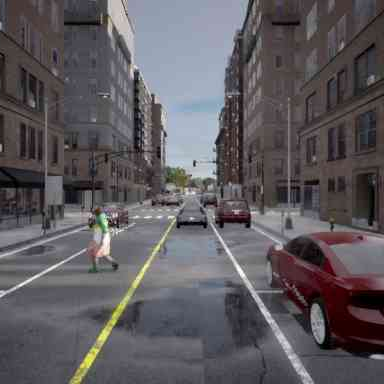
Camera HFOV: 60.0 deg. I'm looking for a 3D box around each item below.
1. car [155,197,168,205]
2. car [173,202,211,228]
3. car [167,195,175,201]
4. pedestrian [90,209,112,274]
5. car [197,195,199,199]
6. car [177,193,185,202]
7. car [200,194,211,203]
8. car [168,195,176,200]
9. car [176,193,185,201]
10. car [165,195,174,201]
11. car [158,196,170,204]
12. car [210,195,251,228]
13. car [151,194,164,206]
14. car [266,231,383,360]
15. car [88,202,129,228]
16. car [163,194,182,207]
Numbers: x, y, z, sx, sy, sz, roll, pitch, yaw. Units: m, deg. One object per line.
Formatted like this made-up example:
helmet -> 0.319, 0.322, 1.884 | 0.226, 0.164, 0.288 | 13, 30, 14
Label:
car -> -5.447, 1.560, 59.992 | 1.947, 1.339, 4.313 | 0, 0, 0
car -> 0.012, 1.563, 21.959 | 1.994, 1.385, 4.181 | 0, 0, 1
car -> -5.450, 1.534, 87.511 | 1.887, 1.381, 4.507 | 0, 0, 0
pedestrian -> -2.527, 1.293, 9.245 | 0.375, 1.860, 0.375 | 0, 0, 0
car -> 2.654, 1.308, 65.502 | 2.192, 1.841, 5.009 | 0, 0, 0
car -> -2.816, 1.485, 66.333 | 2.128, 1.511, 4.902 | 0, 0, 0
car -> 2.675, 1.310, 48.990 | 2.192, 1.841, 5.009 | 0, 0, 0
car -> -5.450, 1.539, 93.015 | 2.008, 1.369, 4.403 | 0, 0, 0
car -> -2.792, 1.204, 81.671 | 2.150, 2.045, 5.566 | 0, 0, 0
car -> -5.449, 1.535, 82.008 | 1.887, 1.381, 4.507 | 0, 0, 0
car -> -5.448, 1.543, 65.496 | 2.008, 1.369, 4.403 | 0, 0, 0
car -> 2.626, 1.314, 21.934 | 2.192, 1.841, 5.009 | 0, 0, 0
car -> -5.447, 1.310, 54.489 | 2.192, 1.841, 5.009 | 0, 0, 0
car -> 2.747, 1.478, 6.245 | 1.882, 1.535, 5.008 | 0, 0, 0
car -> -5.399, 1.439, 21.929 | 1.967, 1.590, 4.097 | 0, 0, 0
car -> -2.868, 1.473, 50.656 | 1.882, 1.535, 5.008 | 0, 0, 0
